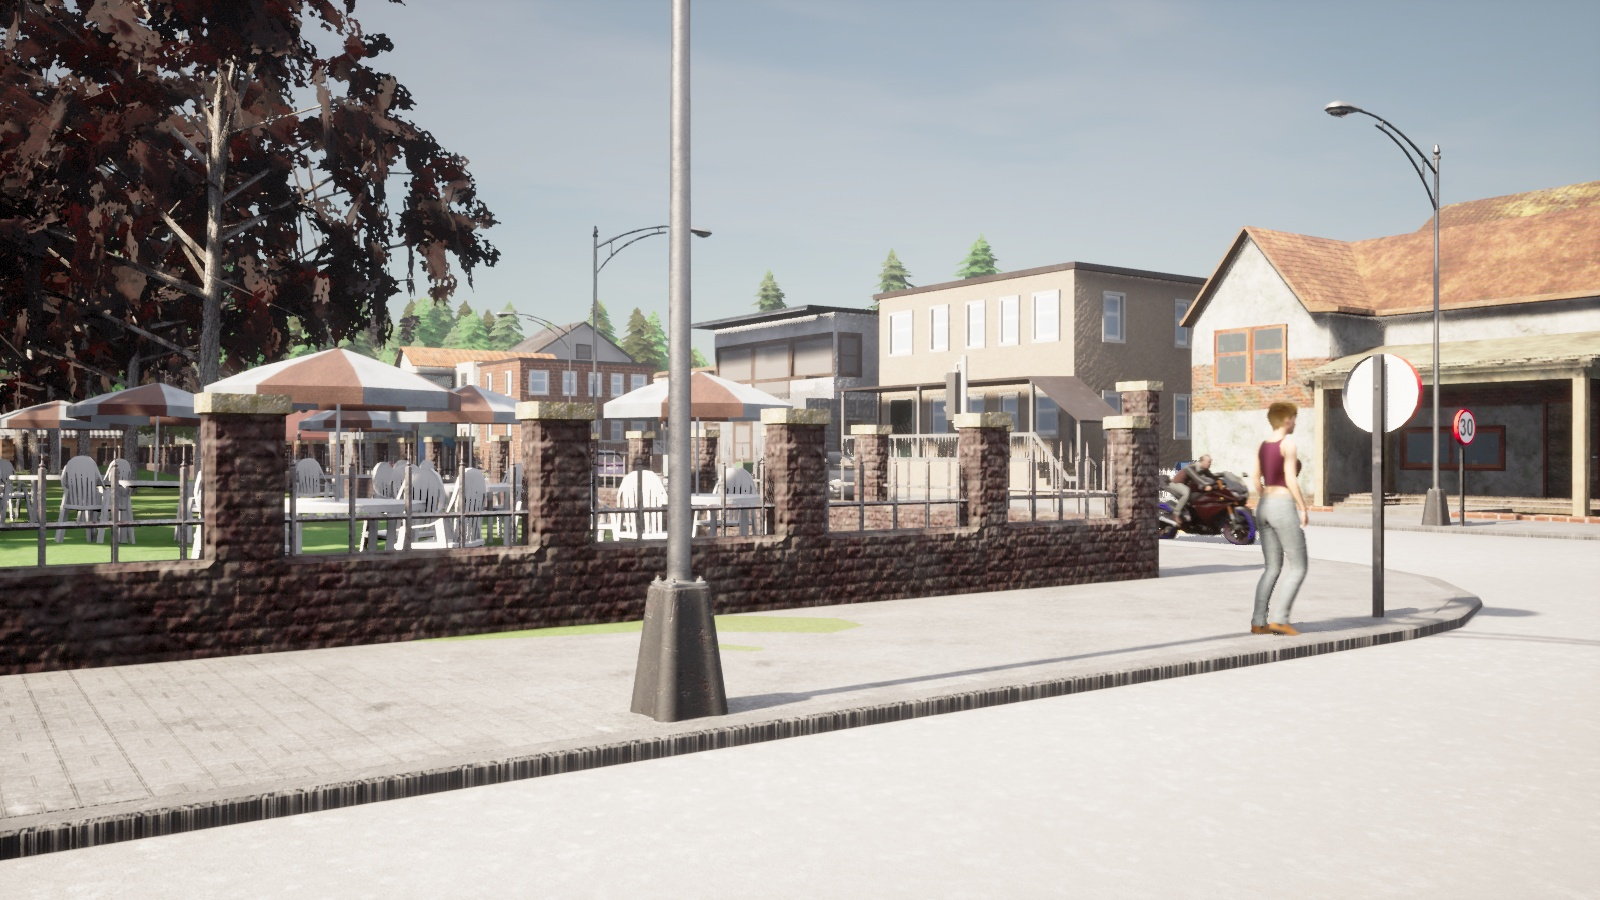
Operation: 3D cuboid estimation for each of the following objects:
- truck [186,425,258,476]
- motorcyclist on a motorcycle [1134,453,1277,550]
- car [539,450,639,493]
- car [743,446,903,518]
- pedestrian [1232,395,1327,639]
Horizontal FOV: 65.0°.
[{"bbox_3d":[-41.321,0.070,89.628,2.891,3.462,7.936,0,0,-38],"label":"truck"},{"bbox_3d":[6.768,0.817,21.075,0.866,1.530,2.191,0,0,-35],"label":"motorcyclist on a motorcycle"},{"bbox_3d":[-8.432,0.814,49.772,2.033,1.649,4.856,0,0,-35],"label":"car"},{"bbox_3d":[0.482,0.716,30.058,1.851,1.617,3.988,0,0,-35],"label":"car"},{"bbox_3d":[3.701,0.505,9.705,0.594,1.836,0.345,0,0,-13],"label":"pedestrian"}]
